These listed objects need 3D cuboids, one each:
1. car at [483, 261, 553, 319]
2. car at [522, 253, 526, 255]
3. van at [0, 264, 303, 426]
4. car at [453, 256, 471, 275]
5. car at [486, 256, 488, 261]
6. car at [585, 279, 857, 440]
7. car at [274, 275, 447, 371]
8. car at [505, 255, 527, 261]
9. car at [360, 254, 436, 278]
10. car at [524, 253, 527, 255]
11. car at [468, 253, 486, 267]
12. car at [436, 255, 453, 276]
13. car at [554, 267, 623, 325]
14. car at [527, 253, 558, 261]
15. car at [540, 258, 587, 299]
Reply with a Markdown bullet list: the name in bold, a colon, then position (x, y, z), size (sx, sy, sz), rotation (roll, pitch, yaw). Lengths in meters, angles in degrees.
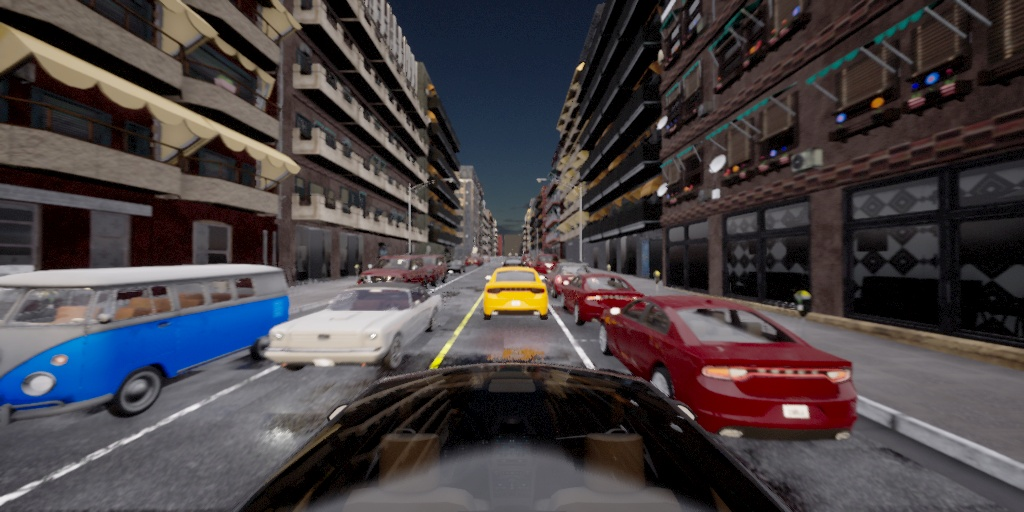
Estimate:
- **car**: position (0.109, 1.105, 12.200), size (1.882, 1.535, 5.008), rotation (0, 1, 0)
- **car**: position (2.587, 0.444, 60.801), size (2.192, 1.841, 5.009), rotation (0, 0, 0)
- **van**: position (-5.312, 1.044, 5.563), size (1.690, 1.789, 3.998), rotation (0, 0, 0)
- **car**: position (-5.286, 0.958, 33.214), size (1.948, 1.339, 4.313), rotation (0, 0, 0)
- **car**: position (-5.266, 0.721, 55.333), size (1.888, 1.381, 4.507), rotation (0, 0, 0)
- **car**: position (2.571, 1.251, 5.494), size (1.888, 1.381, 4.507), rotation (0, 0, 0)
- **car**: position (-2.842, 1.280, 7.626), size (1.895, 1.301, 4.718), rotation (0, 1, 0)
- **car**: position (0.127, 0.907, 29.851), size (1.882, 1.535, 5.008), rotation (0, 1, 0)
- **car**: position (-5.301, 0.890, 16.623), size (2.192, 1.841, 5.009), rotation (0, 0, 0)
- **car**: position (2.567, 0.778, 38.678), size (1.967, 1.591, 4.097), rotation (0, 0, 0)
- **car**: position (-5.271, 0.542, 49.802), size (2.192, 1.841, 5.009), rotation (0, 0, 0)
- **car**: position (-5.296, 0.827, 22.152), size (2.192, 1.841, 5.009), rotation (0, 0, 0)
- **car**: position (2.576, 1.186, 11.024), size (1.888, 1.381, 4.507), rotation (0, 0, 0)
- **car**: position (2.557, 0.769, 27.616), size (2.192, 1.841, 5.009), rotation (0, 0, 0)
- **car**: position (2.589, 1.018, 16.555), size (1.967, 1.591, 4.097), rotation (0, 0, 0)
